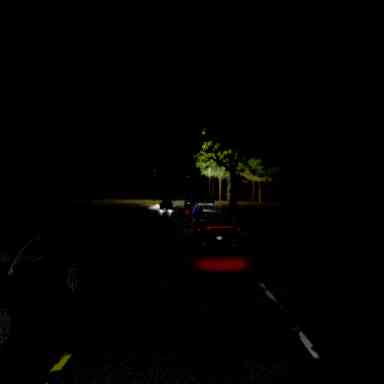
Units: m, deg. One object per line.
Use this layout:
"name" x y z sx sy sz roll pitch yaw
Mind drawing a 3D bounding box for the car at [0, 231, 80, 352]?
"car" -3.603 1.549 6.143 2.128 1.511 4.902 0 -1 0

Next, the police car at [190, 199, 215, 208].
"police car" 1.011 1.627 25.249 1.930 1.638 5.238 0 0 0

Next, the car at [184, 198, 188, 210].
"car" -0.211 1.803 49.551 2.128 1.511 4.902 0 0 0

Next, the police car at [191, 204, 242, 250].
"police car" 1.041 1.559 15.243 1.930 1.638 5.238 0 0 0

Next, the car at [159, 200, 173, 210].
"car" -3.792 1.858 49.407 2.033 1.411 5.357 0 0 0

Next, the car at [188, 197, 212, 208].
"car" 0.982 1.459 31.173 2.150 2.045 5.566 0 0 0

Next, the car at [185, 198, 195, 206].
"car" -0.418 1.923 66.249 2.033 1.411 5.357 0 0 -1
